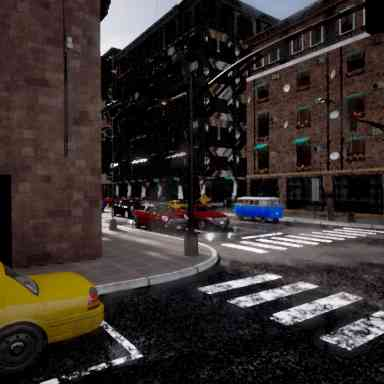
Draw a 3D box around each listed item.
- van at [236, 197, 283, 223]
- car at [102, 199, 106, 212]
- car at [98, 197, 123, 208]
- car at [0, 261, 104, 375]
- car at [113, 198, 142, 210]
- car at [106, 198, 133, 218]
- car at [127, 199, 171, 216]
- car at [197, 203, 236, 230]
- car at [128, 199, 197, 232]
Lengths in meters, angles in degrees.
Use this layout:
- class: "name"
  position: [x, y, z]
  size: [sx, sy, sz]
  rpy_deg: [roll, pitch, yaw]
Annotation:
- class: "van"
  position: [4.904, 1.280, 24.931]
  size: [1.690, 1.788, 3.998]
  rpy_deg: [0, 0, -36]
- class: "car"
  position: [-11.903, 1.182, 38.205]
  size: [2.150, 2.045, 5.566]
  rpy_deg: [-1, 0, -36]
- class: "car"
  position: [-11.748, 1.463, 47.822]
  size: [1.887, 1.381, 4.507]
  rpy_deg: [-1, 0, -36]
- class: "car"
  position: [-3.574, 1.525, 4.015]
  size: [4.829, 1.417, 1.752]
  rpy_deg: [0, 0, -36]
- class: "car"
  position: [-8.417, 1.463, 43.244]
  size: [1.887, 1.381, 4.507]
  rpy_deg: [-1, 0, -36]
- class: "car"
  position: [-5.630, 1.473, 29.566]
  size: [1.837, 1.490, 4.892]
  rpy_deg: [-1, 0, -36]
- class: "car"
  position: [-4.454, 1.489, 33.406]
  size: [2.033, 1.411, 5.357]
  rpy_deg: [-1, 0, -36]
- class: "car"
  position: [0.416, 1.508, 21.261]
  size: [1.812, 1.442, 4.674]
  rpy_deg: [-1, 0, -34]
- class: "car"
  position: [-1.883, 1.441, 20.016]
  size: [1.967, 1.590, 4.097]
  rpy_deg: [0, 0, -36]
